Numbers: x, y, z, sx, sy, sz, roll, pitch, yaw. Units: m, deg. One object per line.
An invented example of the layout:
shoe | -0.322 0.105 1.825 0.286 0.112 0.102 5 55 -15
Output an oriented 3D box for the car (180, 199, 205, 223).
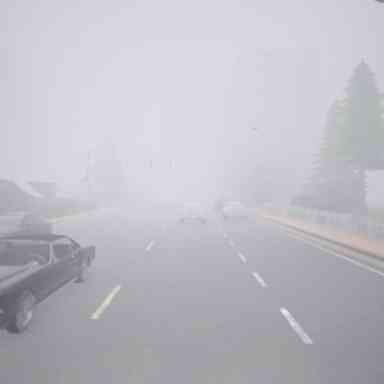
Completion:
car | 0.069 1.568 26.000 1.812 1.442 4.674 0 0 0

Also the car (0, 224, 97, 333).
car | -3.561 1.612 6.916 1.895 1.301 4.718 0 0 0

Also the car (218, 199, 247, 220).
car | 3.576 1.572 28.534 1.812 1.442 4.674 0 0 0

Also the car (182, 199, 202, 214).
car | 0.041 1.552 37.414 2.128 1.511 4.902 0 0 0

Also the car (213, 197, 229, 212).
car | 3.629 1.416 39.293 2.097 1.767 4.553 0 0 1

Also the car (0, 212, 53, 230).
car | -7.087 1.547 13.155 1.812 1.442 4.674 0 0 0
